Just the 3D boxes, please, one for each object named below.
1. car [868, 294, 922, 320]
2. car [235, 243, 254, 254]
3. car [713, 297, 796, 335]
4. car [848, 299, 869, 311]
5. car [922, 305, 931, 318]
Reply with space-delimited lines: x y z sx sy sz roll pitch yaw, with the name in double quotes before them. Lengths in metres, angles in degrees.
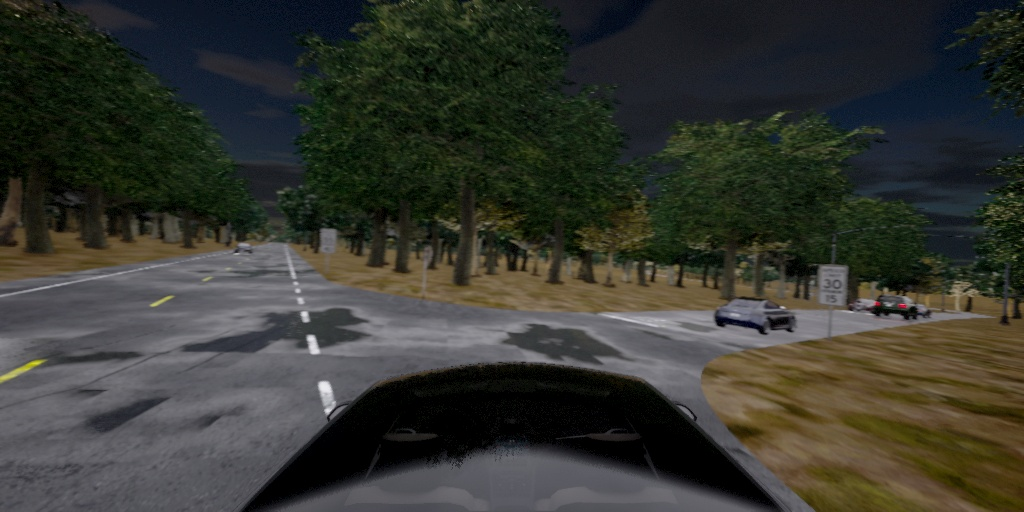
"car" 35.300 4.664 32.961 5.566 2.045 2.150 6 -2 -34
"car" -37.478 -1.090 50.221 1.812 1.442 4.674 4 0 -32
"car" 10.793 2.547 15.852 4.181 1.385 1.994 6 -1 -35
"car" 37.847 5.329 38.434 4.674 1.442 1.812 6 -2 -35
"car" 43.982 5.927 39.068 5.357 1.411 2.033 6 -2 -35
